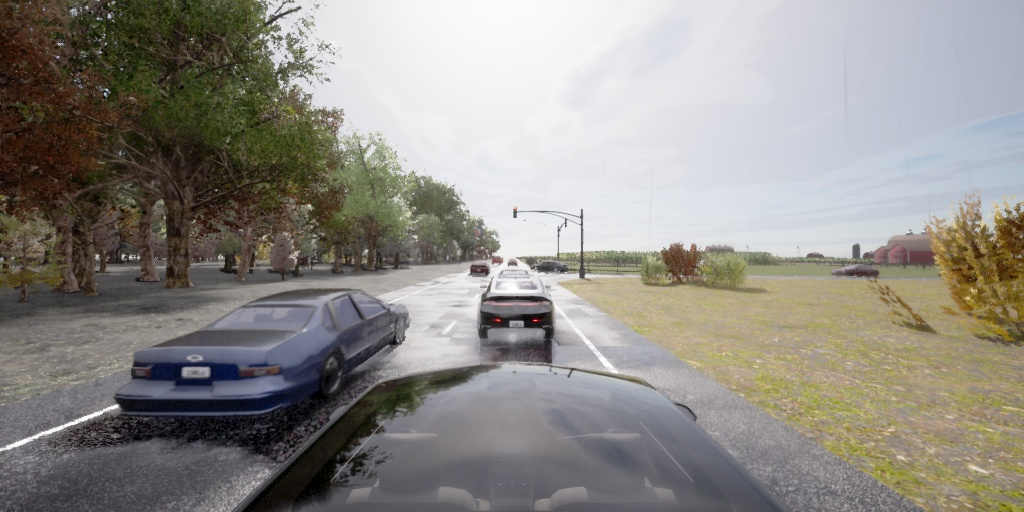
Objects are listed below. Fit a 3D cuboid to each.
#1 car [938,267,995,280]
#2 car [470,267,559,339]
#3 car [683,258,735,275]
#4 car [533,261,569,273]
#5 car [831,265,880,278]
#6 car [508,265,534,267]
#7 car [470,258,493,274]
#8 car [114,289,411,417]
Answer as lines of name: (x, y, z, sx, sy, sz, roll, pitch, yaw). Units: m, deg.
car: (48.608, 1.825, 37.899, 5.357, 1.411, 2.033, 1, -1, 1)
car: (0.106, 1.244, 10.102, 2.128, 1.511, 4.902, 0, 0, 0)
car: (22.970, 1.281, 41.644, 5.566, 2.045, 2.150, 1, -1, 0)
car: (4.707, 1.376, 44.916, 4.892, 1.490, 1.837, 2, 2, 36)
car: (39.768, 1.767, 41.543, 4.674, 1.442, 1.812, 1, -1, 0)
car: (0.111, 1.355, 19.223, 1.895, 1.301, 4.718, 0, 0, 0)
car: (-3.381, 1.234, 38.819, 1.882, 1.535, 5.008, 0, 0, 0)
car: (-3.397, 1.298, 6.367, 2.033, 1.411, 5.357, 0, 0, 0)
